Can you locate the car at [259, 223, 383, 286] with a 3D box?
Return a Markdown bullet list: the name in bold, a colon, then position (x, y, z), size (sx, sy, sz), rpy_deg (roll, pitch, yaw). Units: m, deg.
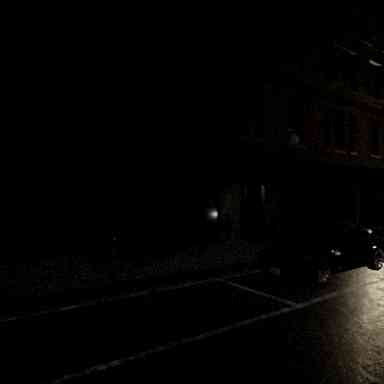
- **car**: position (3.843, 1.590, 9.500), size (4.313, 1.339, 1.947), rpy_deg (0, 0, -35)
